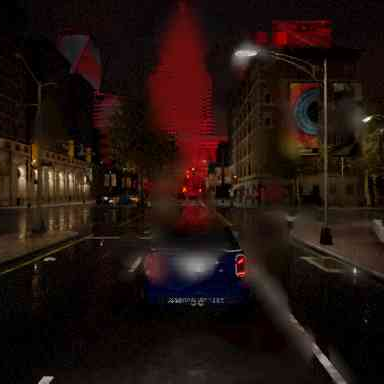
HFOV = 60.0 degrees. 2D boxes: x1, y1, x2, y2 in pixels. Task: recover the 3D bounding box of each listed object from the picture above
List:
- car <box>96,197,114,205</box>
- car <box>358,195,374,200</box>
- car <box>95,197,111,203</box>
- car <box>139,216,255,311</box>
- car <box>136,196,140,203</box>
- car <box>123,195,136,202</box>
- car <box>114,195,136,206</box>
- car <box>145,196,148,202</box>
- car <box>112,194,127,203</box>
[{"bbox_3d":[-14.873,1.547,57.912,2.033,1.411,5.357,0,0,0],"label":"car"},{"bbox_3d":[34.687,1.481,68.621,2.231,1.521,4.892,0,0,0],"label":"car"},{"bbox_3d":[-18.012,1.595,67.415,1.895,1.301,4.718,0,0,0],"label":"car"},{"bbox_3d":[0.102,1.352,7.902,2.097,1.767,4.553,0,0,0],"label":"car"},{"bbox_3d":[-11.296,1.478,65.885,1.882,1.535,5.008,0,0,1],"label":"car"},{"bbox_3d":[-14.723,1.525,78.423,2.128,1.511,4.902,0,0,0],"label":"car"},{"bbox_3d":[-11.383,1.526,56.738,1.812,1.442,4.674,0,0,0],"label":"car"},{"bbox_3d":[-11.232,1.553,75.758,1.994,1.385,4.181,0,0,0],"label":"car"},{"bbox_3d":[-14.760,1.352,68.022,2.097,1.767,4.553,0,0,0],"label":"car"}]
